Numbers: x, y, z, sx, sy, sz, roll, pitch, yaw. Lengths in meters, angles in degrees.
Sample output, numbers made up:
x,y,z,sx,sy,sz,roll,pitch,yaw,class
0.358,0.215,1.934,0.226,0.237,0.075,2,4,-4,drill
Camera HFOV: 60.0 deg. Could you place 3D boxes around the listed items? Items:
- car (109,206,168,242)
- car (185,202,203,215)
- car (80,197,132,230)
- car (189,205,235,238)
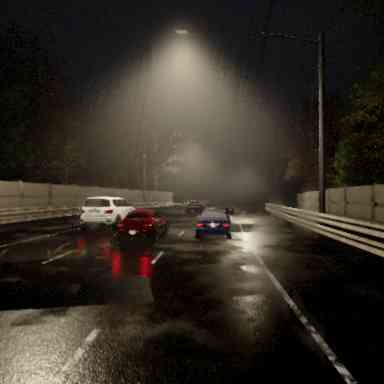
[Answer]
x,y,z,sx,sy,sz,roll,pitch,yaw,class
-2.406,1.604,16.799,1.812,1.442,4.674,0,-1,5,car
0.475,1.890,38.446,2.128,1.511,4.902,0,-1,10,car
-5.407,1.350,22.075,2.150,2.045,5.566,0,-1,6,car
1.233,1.645,18.343,2.033,1.411,5.357,0,-1,6,car
